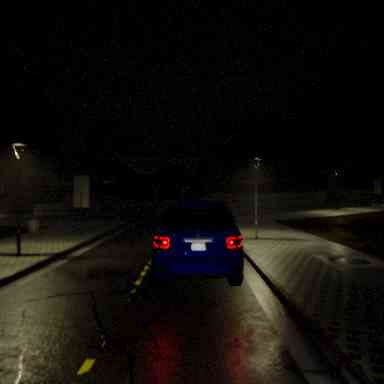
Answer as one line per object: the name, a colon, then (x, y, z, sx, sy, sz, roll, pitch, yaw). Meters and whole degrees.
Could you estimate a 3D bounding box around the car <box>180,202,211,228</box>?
car: (0.355, 1.578, 23.945, 1.882, 1.535, 5.008, 0, 0, 4)

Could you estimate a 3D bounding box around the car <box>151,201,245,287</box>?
car: (0.117, 1.260, 9.606, 2.150, 2.045, 5.566, 0, -1, 0)
